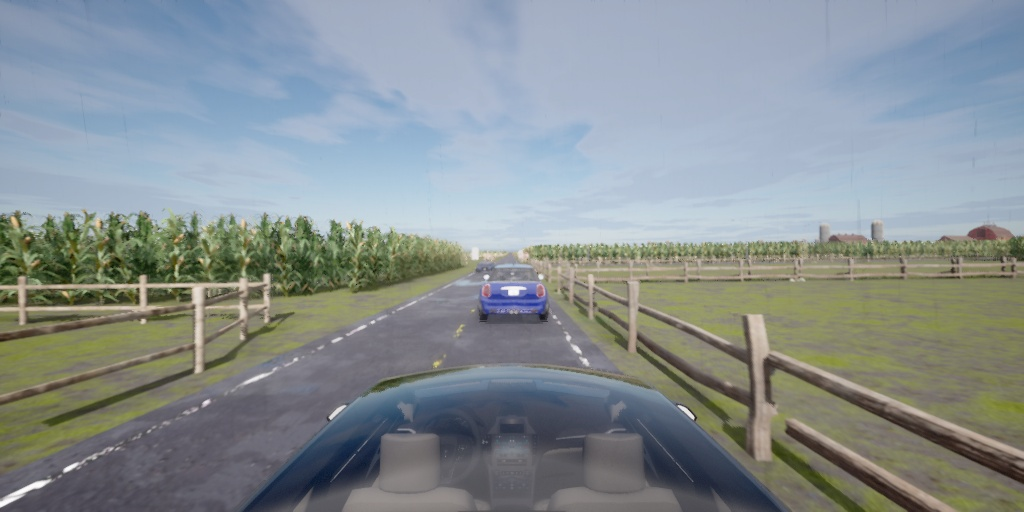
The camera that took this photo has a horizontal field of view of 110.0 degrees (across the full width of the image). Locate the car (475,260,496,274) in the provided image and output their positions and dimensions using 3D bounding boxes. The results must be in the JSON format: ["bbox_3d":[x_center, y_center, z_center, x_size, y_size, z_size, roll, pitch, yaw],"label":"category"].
[{"bbox_3d":[-2.877,1.197,39.597,1.994,1.385,4.181,0,0,0],"label":"car"}]

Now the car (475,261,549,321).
[{"bbox_3d":[0.061,1.070,12.460,2.097,1.767,4.553,0,0,0],"label":"car"}]
